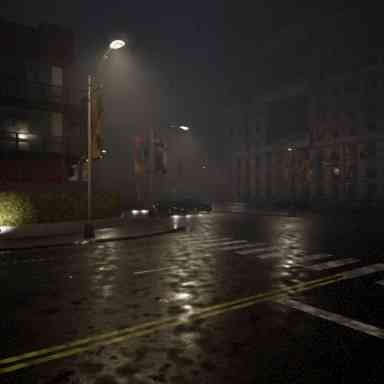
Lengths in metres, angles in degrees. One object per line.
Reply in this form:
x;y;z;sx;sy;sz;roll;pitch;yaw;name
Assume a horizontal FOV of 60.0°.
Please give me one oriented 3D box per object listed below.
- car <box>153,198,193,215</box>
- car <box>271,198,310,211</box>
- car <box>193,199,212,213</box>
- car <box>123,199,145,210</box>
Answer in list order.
-2.295;1.505;34.663;1.837;1.490;4.892;0;0;-35;car
11.949;1.477;40.808;1.882;1.535;5.008;0;0;-35;car
0.228;1.478;37.165;1.882;1.535;5.008;0;0;-35;car
-7.570;1.564;42.251;1.994;1.385;4.181;0;0;-35;car
